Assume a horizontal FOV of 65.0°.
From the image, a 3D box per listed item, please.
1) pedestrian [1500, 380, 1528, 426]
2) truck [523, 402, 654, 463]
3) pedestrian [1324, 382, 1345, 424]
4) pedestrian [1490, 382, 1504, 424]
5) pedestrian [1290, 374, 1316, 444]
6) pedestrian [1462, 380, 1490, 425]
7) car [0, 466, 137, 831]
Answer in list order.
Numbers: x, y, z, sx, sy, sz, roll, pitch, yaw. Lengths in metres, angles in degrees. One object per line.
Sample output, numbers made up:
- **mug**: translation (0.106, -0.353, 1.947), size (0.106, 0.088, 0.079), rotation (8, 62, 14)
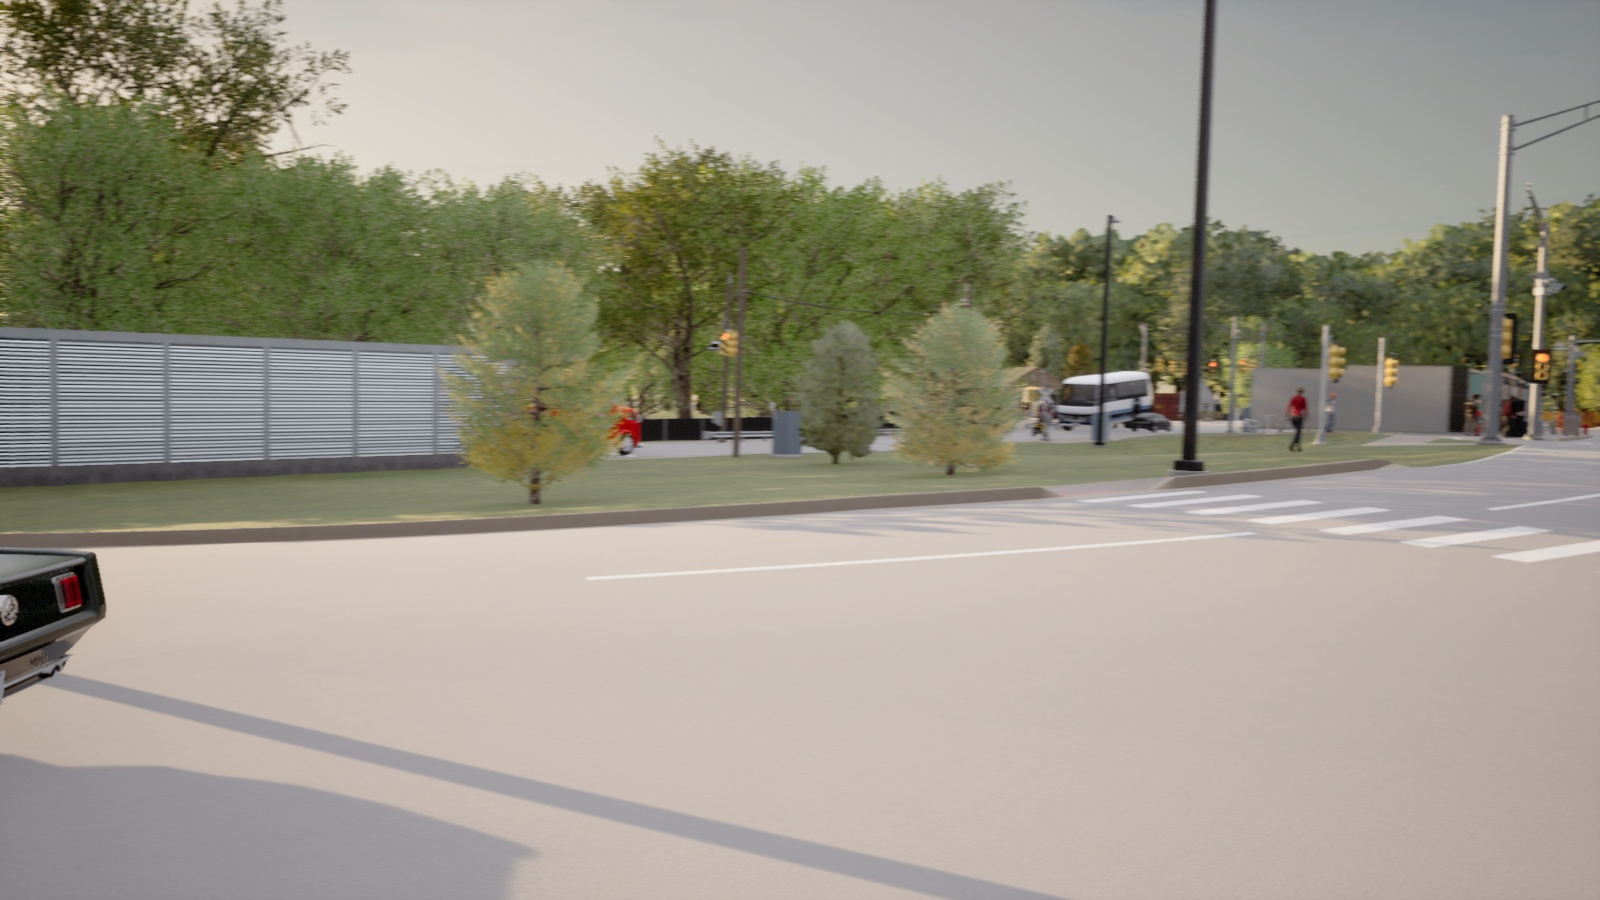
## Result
- **pedestrian**: translation (28.964, -1.900, 50.950), size (0.899, 1.844, 0.634), rotation (2, 2, 28)
- **truck**: translation (-9.227, -0.832, 55.140), size (2.627, 2.467, 5.204), rotation (3, 4, 40)
- **pedestrian**: translation (23.483, -2.064, 55.191), size (0.706, 1.836, 0.354), rotation (3, 2, 37)
- **pedestrian**: translation (30.382, -2.041, 54.718), size (0.345, 1.836, 0.594), rotation (2, 2, 17)
- **pedestrian**: translation (13.509, -1.100, 33.723), size (0.636, 1.846, 0.331), rotation (-1, 3, -43)
- **pedestrian**: translation (28.943, -2.021, 53.789), size (0.849, 1.883, 0.563), rotation (1, 2, -17)
- **car**: translation (-5.373, 0.822, 4.693), size (4.718, 1.301, 1.895), rotation (-2, 2, -9)
